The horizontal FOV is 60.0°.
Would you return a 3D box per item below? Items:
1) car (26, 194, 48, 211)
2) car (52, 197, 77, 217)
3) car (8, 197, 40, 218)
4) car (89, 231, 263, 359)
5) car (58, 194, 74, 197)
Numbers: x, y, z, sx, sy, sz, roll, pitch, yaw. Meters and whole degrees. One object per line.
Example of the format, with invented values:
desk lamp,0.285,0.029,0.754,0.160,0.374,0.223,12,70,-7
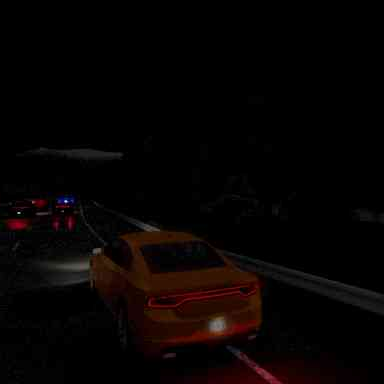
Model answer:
car,-18.747,1.221,39.972,2.150,2.045,5.566,0,0,-19
car,-12.119,1.491,31.495,2.128,1.511,4.902,0,0,-19
car,-15.288,1.505,30.091,1.837,1.490,4.892,0,0,-20
car,-0.725,1.478,6.312,1.882,1.535,5.008,0,0,-25
car,-15.588,1.221,41.380,2.150,2.045,5.566,0,0,-19
